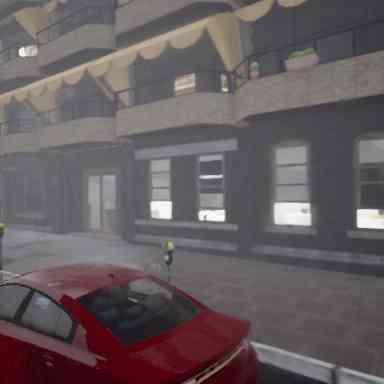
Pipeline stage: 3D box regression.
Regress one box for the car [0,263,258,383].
[{"bbox_3d":[-1.473,1.539,3.937,4.507,1.381,1.887,0,-1,35],"label":"car"}]
